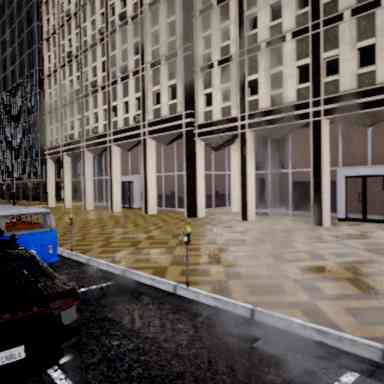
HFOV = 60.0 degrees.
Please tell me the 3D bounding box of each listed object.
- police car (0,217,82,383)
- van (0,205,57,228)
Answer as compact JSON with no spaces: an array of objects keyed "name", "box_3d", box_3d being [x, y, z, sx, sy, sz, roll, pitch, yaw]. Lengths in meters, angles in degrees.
[{"name":"police car","box_3d":[-3.551,1.420,5.159,1.930,1.638,5.238,-2,1,-43]},{"name":"van","box_3d":[-5.355,1.307,9.693,1.690,1.788,3.998,-3,2,-43]}]
